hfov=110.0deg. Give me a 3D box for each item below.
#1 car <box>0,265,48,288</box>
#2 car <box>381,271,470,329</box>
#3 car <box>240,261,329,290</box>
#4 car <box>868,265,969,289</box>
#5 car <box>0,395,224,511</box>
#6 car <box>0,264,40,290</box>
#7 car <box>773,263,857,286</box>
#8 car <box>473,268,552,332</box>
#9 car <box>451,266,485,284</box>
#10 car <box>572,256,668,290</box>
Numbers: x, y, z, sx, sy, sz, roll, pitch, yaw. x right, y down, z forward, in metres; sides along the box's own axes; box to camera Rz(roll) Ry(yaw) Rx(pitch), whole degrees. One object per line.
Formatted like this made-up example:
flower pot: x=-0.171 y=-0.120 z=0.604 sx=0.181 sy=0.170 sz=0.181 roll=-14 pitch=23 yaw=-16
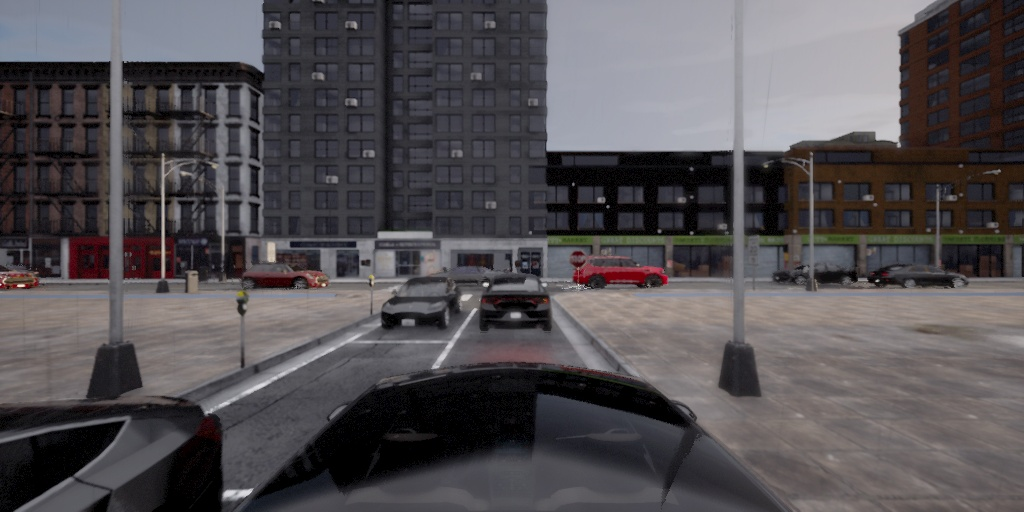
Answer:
car: x=-36.029 y=1.401 z=24.870 sx=4.902 sy=1.511 sz=2.128 roll=0 pitch=0 yaw=0
car: x=-2.662 y=1.347 z=11.387 sx=1.948 sy=1.339 sz=4.313 roll=0 pitch=0 yaw=0
car: x=-13.791 y=1.200 z=21.967 sx=4.553 sy=1.767 sz=2.097 roll=0 pitch=0 yaw=0
car: x=24.878 y=1.273 z=22.047 sx=4.892 sy=1.490 sz=1.837 roll=0 pitch=0 yaw=0
car: x=-2.634 y=1.311 z=0.483 sx=1.948 sy=1.339 sz=4.313 roll=0 pitch=0 yaw=0
car: x=-32.250 y=1.250 z=21.931 sx=4.553 sy=1.767 sz=2.097 roll=0 pitch=0 yaw=0
car: x=21.001 y=1.253 z=24.989 sx=5.008 sy=1.535 sz=1.882 roll=0 pitch=0 yaw=0
car: x=0.104 y=1.258 z=10.972 sx=1.882 sy=1.535 sz=5.008 roll=0 pitch=0 yaw=0
car: x=-3.199 y=1.370 z=24.940 sx=5.357 sy=1.411 sz=2.033 roll=0 pitch=0 yaw=0
car: x=6.510 y=1.022 z=22.008 sx=5.566 sy=2.045 sz=2.150 roll=0 pitch=0 yaw=0
